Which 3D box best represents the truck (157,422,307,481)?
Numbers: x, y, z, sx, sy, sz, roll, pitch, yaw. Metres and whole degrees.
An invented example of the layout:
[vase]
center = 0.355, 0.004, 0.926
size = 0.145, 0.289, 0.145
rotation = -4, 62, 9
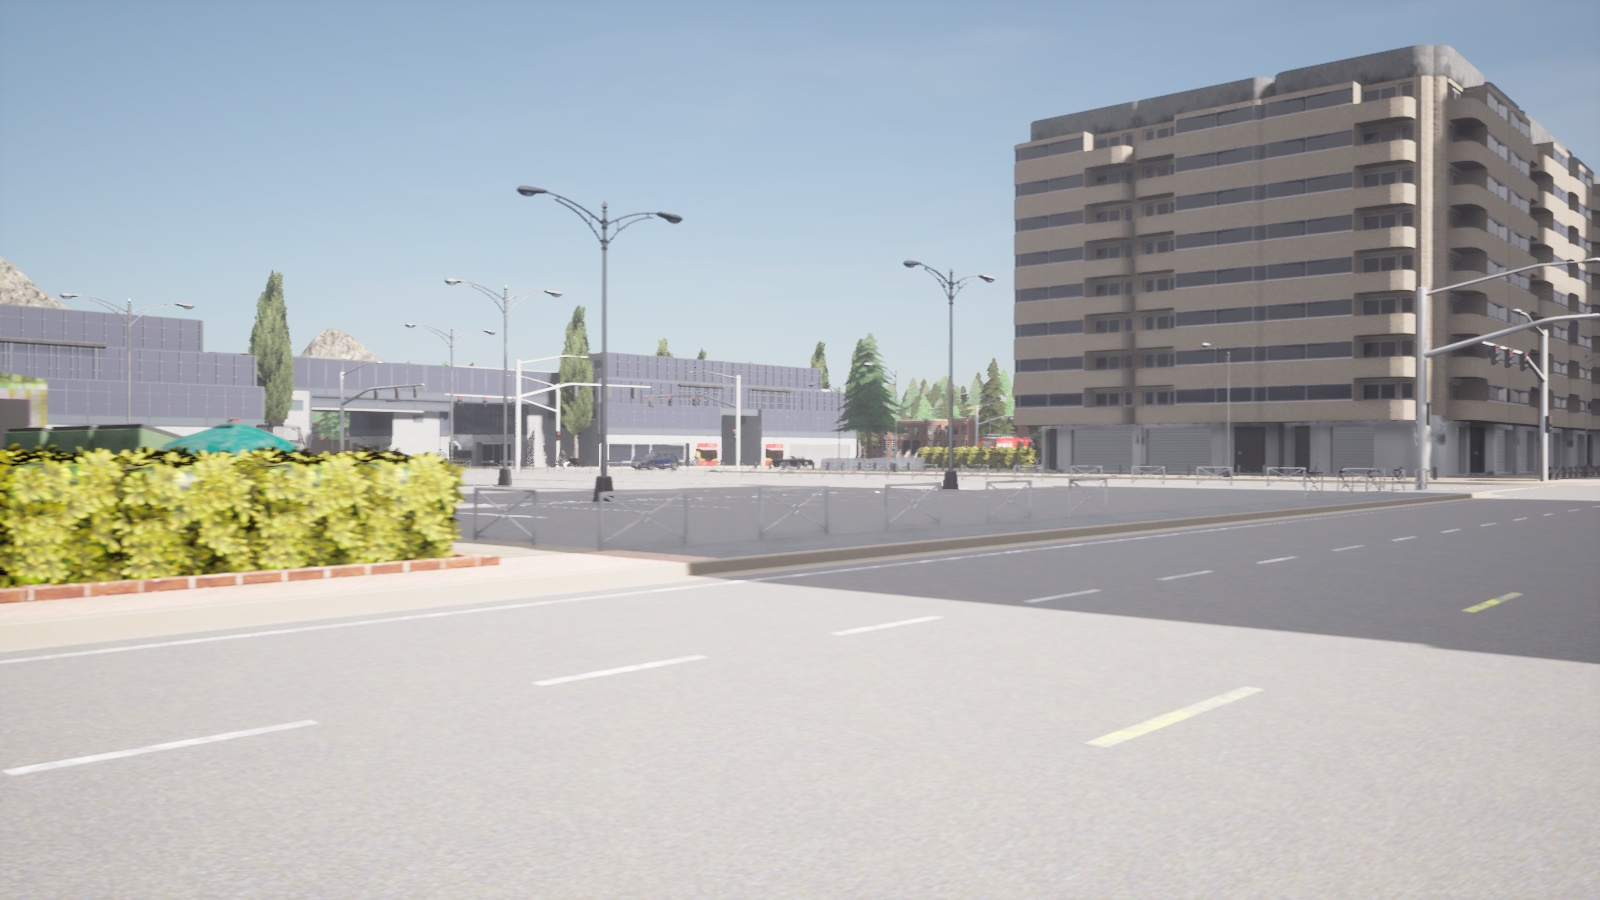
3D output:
[truck]
center = -34.826, 0.081, 77.248
size = 2.891, 3.462, 7.936
rotation = 0, 0, 43
